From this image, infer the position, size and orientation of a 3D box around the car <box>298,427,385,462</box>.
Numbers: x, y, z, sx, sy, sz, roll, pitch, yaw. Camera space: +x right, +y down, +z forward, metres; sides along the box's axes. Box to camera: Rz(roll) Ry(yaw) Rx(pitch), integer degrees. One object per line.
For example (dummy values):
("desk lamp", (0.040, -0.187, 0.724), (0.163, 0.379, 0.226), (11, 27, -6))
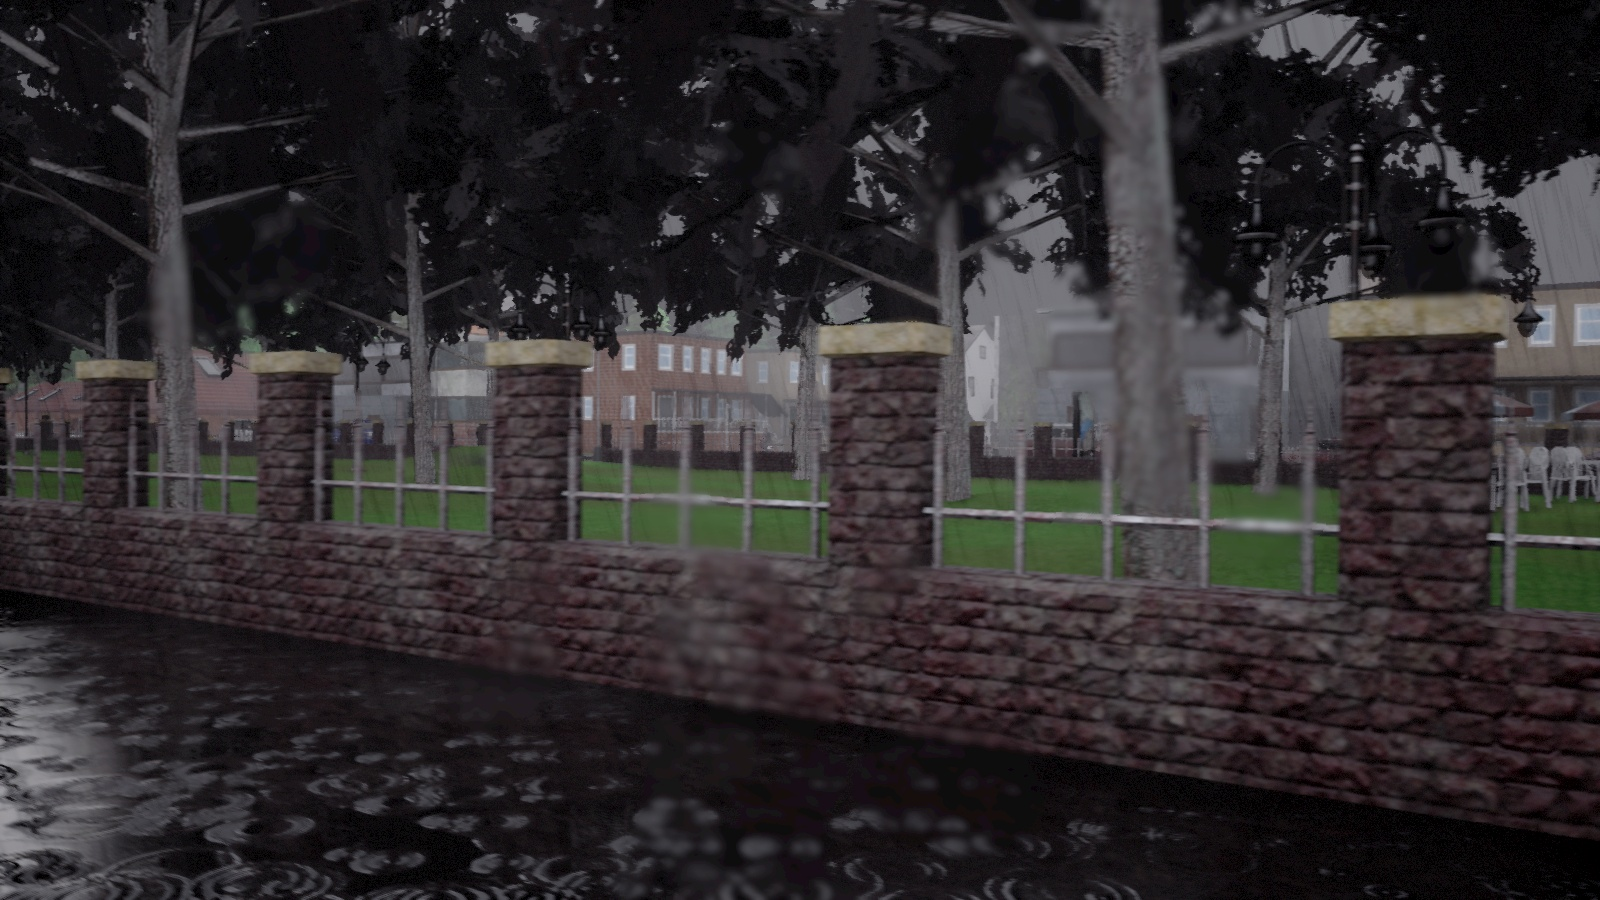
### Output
("car", (-28.280, -0.350, 77.441), (5.566, 2.045, 2.150), (0, 1, 34))

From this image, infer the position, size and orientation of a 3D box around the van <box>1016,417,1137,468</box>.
("van", (11.222, -0.315, 51.112), (4.442, 1.987, 1.775), (0, 1, 34))

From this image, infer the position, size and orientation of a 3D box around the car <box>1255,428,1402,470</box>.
("car", (19.237, -0.042, 45.782), (4.674, 1.442, 1.812), (0, 1, 34))

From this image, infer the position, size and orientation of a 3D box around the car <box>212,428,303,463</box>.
("car", (-32.616, -0.284, 75.449), (5.566, 2.045, 2.150), (0, 1, 32))
